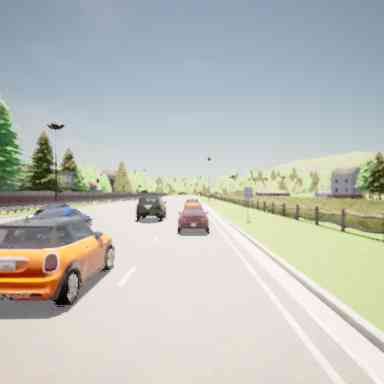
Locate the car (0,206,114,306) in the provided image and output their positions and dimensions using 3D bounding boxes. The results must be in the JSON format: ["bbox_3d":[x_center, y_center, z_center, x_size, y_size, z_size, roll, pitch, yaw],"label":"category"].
[{"bbox_3d":[-3.402,1.387,8.253,2.097,1.767,4.553,0,0,0],"label":"car"}]

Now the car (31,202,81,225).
[{"bbox_3d":[-10.408,1.614,25.911,1.837,1.490,4.892,0,0,0],"label":"car"}]

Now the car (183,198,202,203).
[{"bbox_3d":[0.088,1.514,38.692,2.097,1.767,4.553,0,0,0],"label":"car"}]

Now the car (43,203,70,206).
[{"bbox_3d":[-6.906,1.554,17.927,1.882,1.535,5.008,0,0,0],"label":"car"}]

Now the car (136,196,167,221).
[{"bbox_3d":[-3.409,1.341,28.405,2.150,2.045,5.566,0,0,0],"label":"car"}]

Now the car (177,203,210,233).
[{"bbox_3d":[0.082,1.611,20.197,1.812,1.442,4.674,0,0,0],"label":"car"}]
